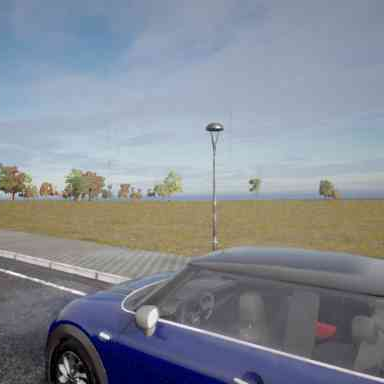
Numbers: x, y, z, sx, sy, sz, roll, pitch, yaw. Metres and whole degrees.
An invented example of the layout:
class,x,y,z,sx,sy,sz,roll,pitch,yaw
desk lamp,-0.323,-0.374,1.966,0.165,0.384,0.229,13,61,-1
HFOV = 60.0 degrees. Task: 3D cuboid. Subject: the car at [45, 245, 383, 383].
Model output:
class,x,y,z,sx,sy,sz,roll,pitch,yaw
car,0.541,1.353,3.328,4.553,1.767,2.097,0,0,36
